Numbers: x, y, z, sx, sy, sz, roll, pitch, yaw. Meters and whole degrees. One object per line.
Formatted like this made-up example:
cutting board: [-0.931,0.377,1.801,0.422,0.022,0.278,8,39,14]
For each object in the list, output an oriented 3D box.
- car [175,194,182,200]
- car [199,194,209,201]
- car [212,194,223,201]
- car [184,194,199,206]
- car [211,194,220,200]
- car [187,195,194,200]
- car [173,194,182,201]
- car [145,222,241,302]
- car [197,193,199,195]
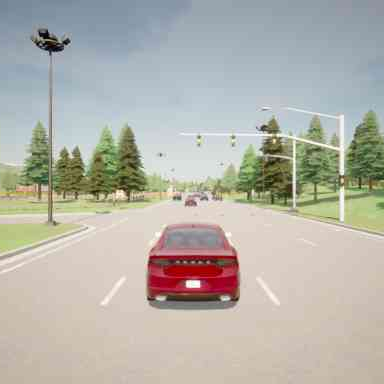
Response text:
car: [-3.858,1.310,93.986,1.882,1.535,5.008,0,0,0]
car: [3.180,1.516,84.010,1.812,1.442,4.674,0,0,0]
car: [6.682,1.516,83.606,2.128,1.511,4.902,0,0,0]
car: [-0.201,1.525,52.967,1.812,1.442,4.674,0,0,0]
car: [6.642,1.372,94.026,2.033,1.411,5.357,0,0,0]
car: [-0.358,1.427,94.030,1.895,1.301,4.718,0,0,0]
car: [-3.818,1.469,83.566,1.882,1.535,5.008,0,0,0]
car: [0.031,1.478,8.365,1.882,1.535,5.008,0,0,0]
car: [3.142,1.357,94.013,2.128,1.511,4.902,0,0,0]
